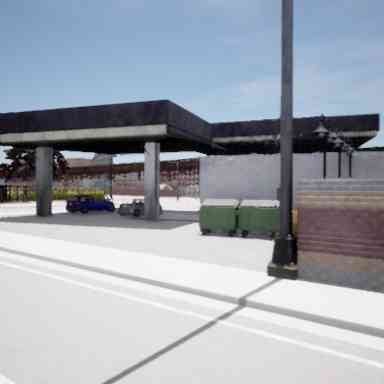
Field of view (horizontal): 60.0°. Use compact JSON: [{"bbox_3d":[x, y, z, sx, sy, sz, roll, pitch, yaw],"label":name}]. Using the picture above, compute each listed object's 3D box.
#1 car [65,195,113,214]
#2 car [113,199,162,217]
[{"bbox_3d":[-9.423,1.102,31.196,2.242,1.667,4.611,1,0,37],"label":"car"},{"bbox_3d":[-4.350,1.306,28.398,1.970,1.475,3.806,1,0,37],"label":"car"}]
